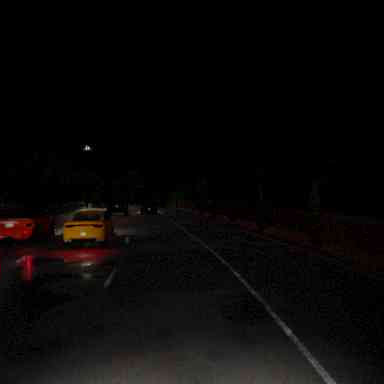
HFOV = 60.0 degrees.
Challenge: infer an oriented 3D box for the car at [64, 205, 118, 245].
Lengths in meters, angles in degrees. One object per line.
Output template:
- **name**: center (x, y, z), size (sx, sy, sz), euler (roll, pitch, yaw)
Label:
- **car**: center (-4.997, 1.666, 16.645), size (1.882, 1.535, 5.008), euler (0, -1, -8)

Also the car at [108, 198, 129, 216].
- **car**: center (-8.354, 1.647, 37.766), size (2.150, 2.045, 5.566), euler (0, -1, -9)

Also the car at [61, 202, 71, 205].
- **car**: center (-22.659, 2.427, 59.449), size (1.895, 1.301, 4.718), euler (0, -2, -9)

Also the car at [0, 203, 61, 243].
- **car**: center (-8.655, 1.567, 17.387), size (2.097, 1.767, 4.553), euler (0, -1, -8)

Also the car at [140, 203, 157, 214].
- **car**: center (-5.367, 2.010, 41.185), size (1.994, 1.385, 4.181), euler (0, -1, -9)
